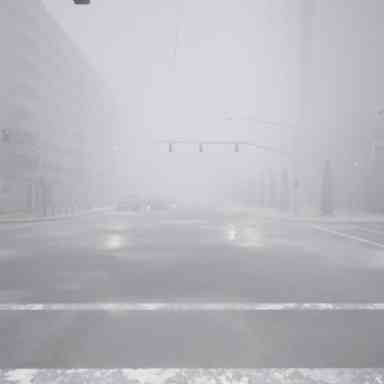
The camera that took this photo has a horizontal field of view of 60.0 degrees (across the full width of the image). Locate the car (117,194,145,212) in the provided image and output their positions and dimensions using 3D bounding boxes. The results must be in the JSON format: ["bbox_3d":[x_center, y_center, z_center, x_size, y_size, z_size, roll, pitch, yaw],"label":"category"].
[{"bbox_3d":[-7.373,1.205,39.580,2.150,2.045,5.566,0,0,0],"label":"car"}]

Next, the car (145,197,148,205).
[{"bbox_3d":[-7.113,1.541,52.627,1.994,1.385,4.181,0,0,1],"label":"car"}]

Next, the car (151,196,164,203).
[{"bbox_3d":[-6.936,1.519,67.110,2.033,1.411,5.357,0,0,1],"label":"car"}]

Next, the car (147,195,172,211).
[{"bbox_3d":[-3.860,1.487,40.354,1.837,1.490,4.892,0,0,0],"label":"car"}]

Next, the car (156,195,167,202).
[{"bbox_3d":[-6.829,1.468,74.508,1.837,1.490,4.892,0,0,1],"label":"car"}]

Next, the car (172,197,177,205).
[{"bbox_3d":[-3.629,1.540,57.518,1.994,1.385,4.181,0,0,1],"label":"car"}]
